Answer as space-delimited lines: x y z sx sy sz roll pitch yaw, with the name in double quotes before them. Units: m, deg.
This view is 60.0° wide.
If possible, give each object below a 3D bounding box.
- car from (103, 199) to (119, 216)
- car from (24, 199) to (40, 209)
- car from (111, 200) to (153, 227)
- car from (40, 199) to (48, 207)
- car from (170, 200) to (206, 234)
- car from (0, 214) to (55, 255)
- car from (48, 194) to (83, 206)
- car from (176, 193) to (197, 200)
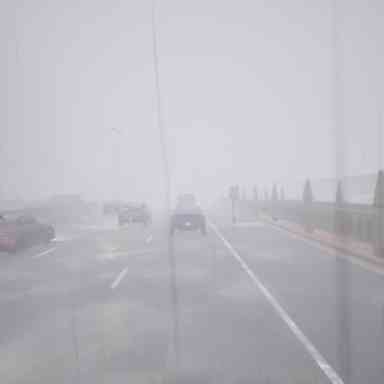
"car" -7.511 1.475 33.218 1.882 1.535 5.008 0 0 -1
"car" -21.953 1.692 47.213 1.812 1.442 4.674 0 -1 -1
"car" -3.812 1.483 22.895 2.128 1.511 4.902 0 0 -1
"car" -18.428 1.343 46.114 2.150 2.045 5.566 0 -2 -1
"car" -0.243 1.456 19.226 1.882 1.535 5.008 0 0 -1
"car" -7.139 1.582 13.295 1.994 1.385 4.181 0 0 -1
"car" -14.830 1.251 40.029 2.150 2.045 5.566 0 0 -1
"car" -0.618 1.180 38.742 2.150 2.045 5.566 0 0 -1
